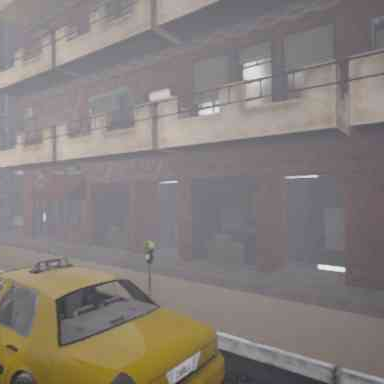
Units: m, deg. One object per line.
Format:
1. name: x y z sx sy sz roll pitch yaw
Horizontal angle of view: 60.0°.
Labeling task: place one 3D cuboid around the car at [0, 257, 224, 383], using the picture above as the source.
1. car: -1.954 1.520 4.267 4.829 1.417 1.752 0 -1 36
